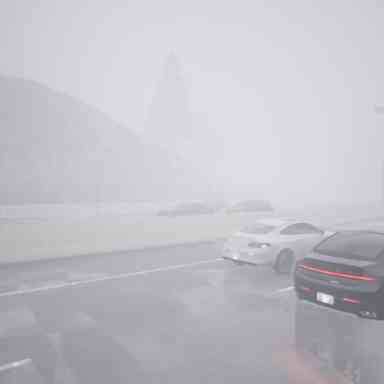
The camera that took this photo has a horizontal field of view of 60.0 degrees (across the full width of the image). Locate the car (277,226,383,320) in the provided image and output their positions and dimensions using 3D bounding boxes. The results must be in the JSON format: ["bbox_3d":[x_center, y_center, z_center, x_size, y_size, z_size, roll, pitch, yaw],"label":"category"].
[{"bbox_3d":[4.132,1.513,6.991,4.892,1.490,1.837,0,0,-37],"label":"car"}]

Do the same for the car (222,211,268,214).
[{"bbox_3d":[4.335,1.391,25.546,4.553,1.767,2.097,0,0,-41],"label":"car"}]

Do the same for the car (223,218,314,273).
[{"bbox_3d":[3.015,1.541,10.549,4.674,1.442,1.812,0,0,-38],"label":"car"}]

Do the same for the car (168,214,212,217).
[{"bbox_3d":[-0.482,1.523,26.004,5.008,1.535,1.882,0,0,-40],"label":"car"}]
